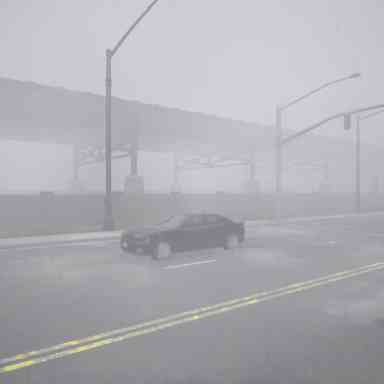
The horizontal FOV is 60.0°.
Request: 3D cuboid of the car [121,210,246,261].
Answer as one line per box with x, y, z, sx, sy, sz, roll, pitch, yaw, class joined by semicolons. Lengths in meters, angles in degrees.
-0.189;1.477;12.481;5.008;1.535;1.882;0;0;-36;car
